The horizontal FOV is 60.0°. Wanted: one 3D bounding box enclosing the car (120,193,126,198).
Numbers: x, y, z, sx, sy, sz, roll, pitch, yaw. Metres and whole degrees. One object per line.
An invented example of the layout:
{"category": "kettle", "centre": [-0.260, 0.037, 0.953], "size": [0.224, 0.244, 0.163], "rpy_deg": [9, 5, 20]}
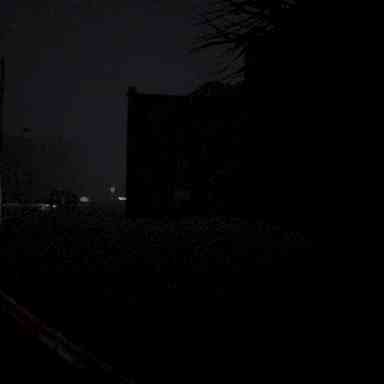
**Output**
{"category": "car", "centre": [-18.862, 0.942, 93.227], "size": [2.128, 1.511, 4.902], "rpy_deg": [2, 0, 2]}

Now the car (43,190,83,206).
{"category": "car", "centre": [-16.741, 0.813, 43.491], "size": [2.150, 2.045, 5.566], "rpy_deg": [2, 0, 2]}

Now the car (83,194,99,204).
{"category": "car", "centre": [-16.518, 1.108, 53.213], "size": [1.812, 1.442, 4.674], "rpy_deg": [2, 0, 2]}
